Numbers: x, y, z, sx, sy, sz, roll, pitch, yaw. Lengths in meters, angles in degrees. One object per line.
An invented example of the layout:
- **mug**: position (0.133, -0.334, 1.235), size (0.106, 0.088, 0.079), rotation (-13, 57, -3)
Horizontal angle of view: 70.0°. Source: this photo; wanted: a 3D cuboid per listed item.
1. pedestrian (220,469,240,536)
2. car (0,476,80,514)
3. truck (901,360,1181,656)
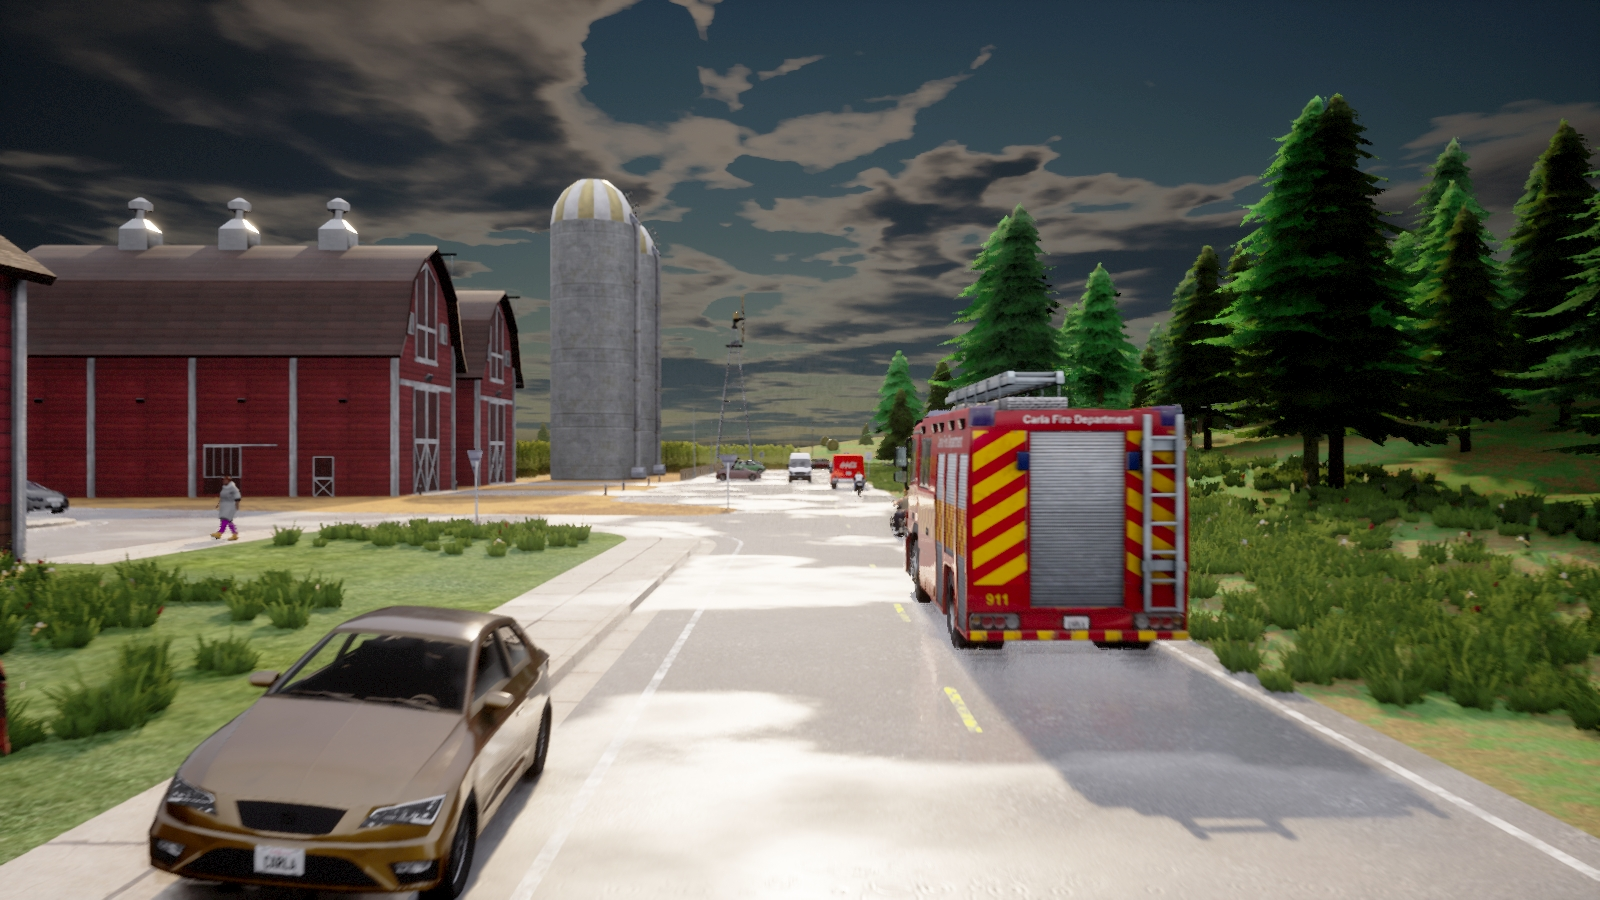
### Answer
- **pedestrian**: position (-16.057, 1.470, 32.193), size (0.375, 1.860, 0.375), rotation (0, 0, 31)
- **car**: position (-33.751, 1.910, 49.201), size (4.902, 1.511, 2.128), rotation (0, 0, 21)
- **truck**: position (3.497, 0.750, 19.039), size (2.891, 3.827, 8.468), rotation (0, 0, 0)
